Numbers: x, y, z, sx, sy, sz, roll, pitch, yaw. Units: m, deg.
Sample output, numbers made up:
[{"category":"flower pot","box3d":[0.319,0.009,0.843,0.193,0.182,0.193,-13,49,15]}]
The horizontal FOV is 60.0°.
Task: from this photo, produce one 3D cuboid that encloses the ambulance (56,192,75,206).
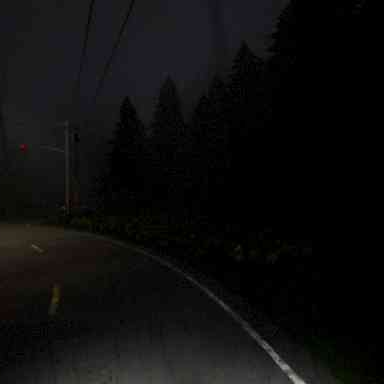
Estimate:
[{"category":"ambulance","box3d":[-21.381,1.168,56.964,2.351,2.431,6.366,-1,0,-35]}]
